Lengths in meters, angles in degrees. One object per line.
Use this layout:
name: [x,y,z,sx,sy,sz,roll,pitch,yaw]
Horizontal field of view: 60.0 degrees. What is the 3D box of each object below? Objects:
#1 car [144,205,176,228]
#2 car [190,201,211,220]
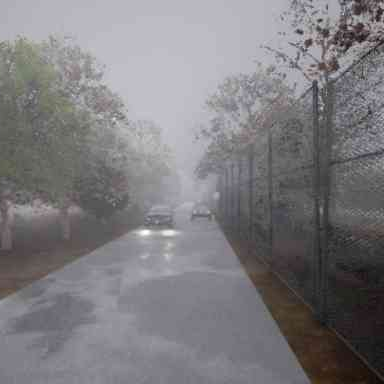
car: [-2.200,1.709,23.833,1.837,1.490,4.892,1,0,1]
car: [0.826,1.795,30.709,2.033,1.411,5.357,1,-1,1]
